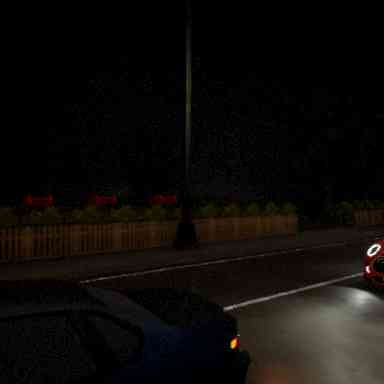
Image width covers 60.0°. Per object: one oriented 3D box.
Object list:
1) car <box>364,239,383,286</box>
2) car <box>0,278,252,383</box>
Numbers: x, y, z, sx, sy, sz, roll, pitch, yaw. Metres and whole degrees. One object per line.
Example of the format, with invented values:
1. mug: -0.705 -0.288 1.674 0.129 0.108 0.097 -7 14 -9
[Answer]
1. car: 6.375 1.417 8.456 4.553 1.767 2.097 0 0 -35
2. car: -1.953 1.542 2.616 5.357 1.411 2.033 1 0 -35
